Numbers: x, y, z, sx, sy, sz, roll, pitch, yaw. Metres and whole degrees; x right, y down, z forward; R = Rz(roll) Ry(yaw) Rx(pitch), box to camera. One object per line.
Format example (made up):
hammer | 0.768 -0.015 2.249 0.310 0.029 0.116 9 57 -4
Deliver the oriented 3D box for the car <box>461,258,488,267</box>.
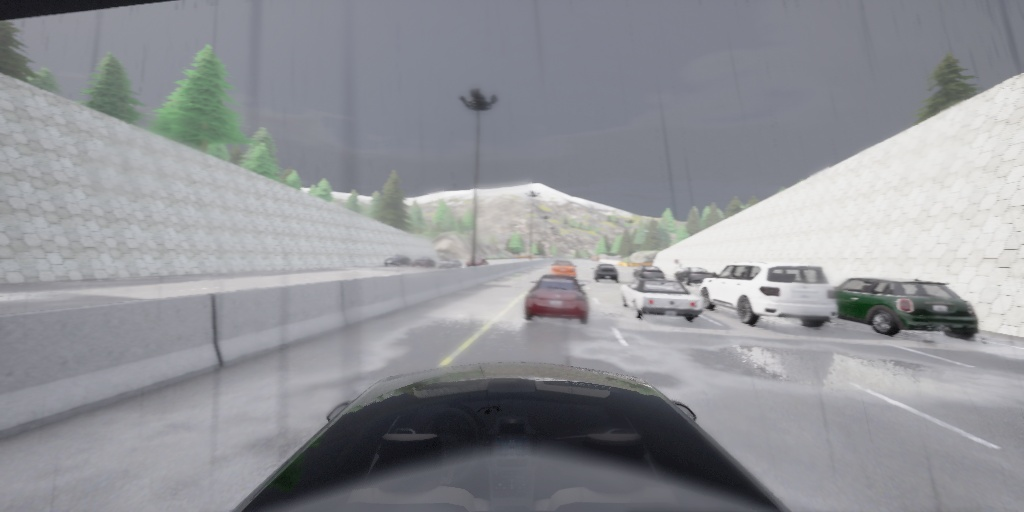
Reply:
car | -4.240 0.936 43.885 1.882 1.535 5.008 2 0 9

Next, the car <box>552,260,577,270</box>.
car | 4.489 1.152 31.005 2.097 1.767 4.553 2 0 9

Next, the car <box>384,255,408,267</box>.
car | -14.551 0.600 45.859 2.128 1.511 4.902 2 0 9

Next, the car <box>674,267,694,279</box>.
car | 14.893 1.653 29.653 2.128 1.511 4.902 2 0 9

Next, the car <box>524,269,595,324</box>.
car | 1.586 1.330 12.369 1.994 1.385 4.181 2 0 9

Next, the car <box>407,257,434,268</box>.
car | -11.097 0.796 45.322 1.994 1.385 4.181 2 0 9

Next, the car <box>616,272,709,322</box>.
car | 5.265 1.490 13.268 1.895 1.301 4.718 2 0 9

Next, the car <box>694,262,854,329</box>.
car | 8.755 1.232 12.864 2.150 2.045 5.566 2 0 9

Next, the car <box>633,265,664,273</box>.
car | 11.436 1.533 30.193 2.128 1.511 4.902 2 0 9

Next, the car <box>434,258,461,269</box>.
car | -7.646 0.958 44.760 1.895 1.301 4.718 2 0 9

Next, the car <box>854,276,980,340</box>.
car | 12.155 1.482 11.990 2.097 1.767 4.553 2 0 9

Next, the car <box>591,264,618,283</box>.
car | 7.990 1.426 30.792 1.837 1.490 4.892 2 0 9
